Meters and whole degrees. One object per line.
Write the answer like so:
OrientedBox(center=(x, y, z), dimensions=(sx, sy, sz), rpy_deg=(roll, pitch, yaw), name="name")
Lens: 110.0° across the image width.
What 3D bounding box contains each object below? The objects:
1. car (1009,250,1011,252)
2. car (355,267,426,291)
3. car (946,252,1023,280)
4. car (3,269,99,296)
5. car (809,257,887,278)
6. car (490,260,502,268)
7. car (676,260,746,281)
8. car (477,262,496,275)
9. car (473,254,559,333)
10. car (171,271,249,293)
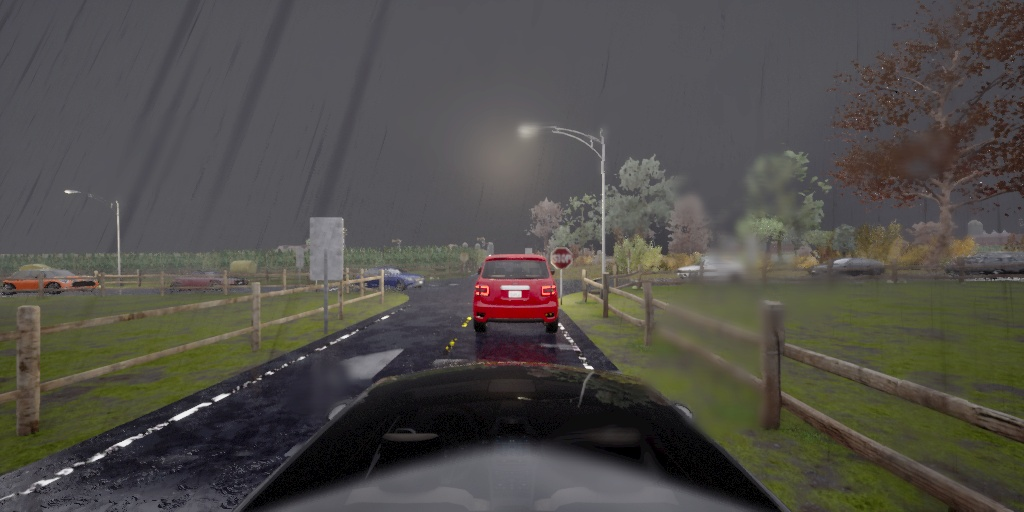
OrientedBox(center=(34.610, 0.482, 25.945), dimensions=(4.553, 1.767, 2.097), rpy_deg=(-1, 0, 1), name="car")
OrientedBox(center=(-7.620, 1.385, 22.362), dimensions=(4.674, 1.442, 1.812), rpy_deg=(-2, 0, 22), name="car")
OrientedBox(center=(31.512, 0.678, 23.071), dimensions=(4.902, 1.511, 2.128), rpy_deg=(-1, 0, 1), name="car")
OrientedBox(center=(-31.114, 1.670, 24.298), dimensions=(4.553, 1.767, 2.097), rpy_deg=(-1, 0, 1), name="car")
OrientedBox(center=(24.438, 0.829, 26.151), dimensions=(4.674, 1.442, 1.812), rpy_deg=(-1, 0, 1), name="car")
OrientedBox(center=(-2.775, 1.386, 63.710), dimensions=(1.994, 1.385, 4.181), rpy_deg=(0, 0, 0), name="car")
OrientedBox(center=(14.570, 1.002, 26.347), dimensions=(4.674, 1.442, 1.812), rpy_deg=(-1, 0, 1), name="car")
OrientedBox(center=(-2.812, 1.383, 40.732), dimensions=(1.895, 1.301, 4.718), rpy_deg=(0, 0, 0), name="car")
OrientedBox(center=(0.152, 0.973, 10.925), dimensions=(2.150, 2.045, 5.566), rpy_deg=(0, 0, 2), name="car")
OrientedBox(center=(-20.205, 1.676, 24.083), dimensions=(4.181, 1.385, 1.994), rpy_deg=(-1, 0, 1), name="car")
